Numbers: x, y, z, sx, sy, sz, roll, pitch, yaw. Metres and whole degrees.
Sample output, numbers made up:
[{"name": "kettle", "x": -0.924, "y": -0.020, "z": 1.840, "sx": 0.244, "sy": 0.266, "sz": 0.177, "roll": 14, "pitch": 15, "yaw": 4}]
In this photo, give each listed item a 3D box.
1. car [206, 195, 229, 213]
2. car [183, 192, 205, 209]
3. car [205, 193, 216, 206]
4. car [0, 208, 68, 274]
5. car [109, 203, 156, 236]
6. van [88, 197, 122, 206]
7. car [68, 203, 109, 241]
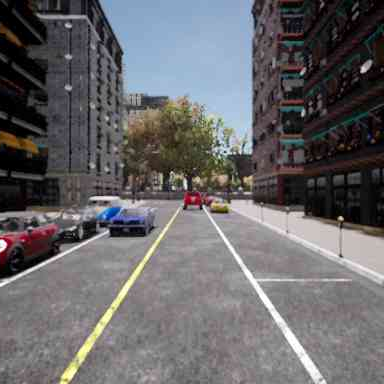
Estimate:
[{"name": "car", "x": 2.705, "y": 1.305, "z": 33.174, "sx": 1.752, "sy": 1.417, "sz": 4.829, "roll": 1, "pitch": 0, "yaw": 0}, {"name": "car", "x": 0.107, "y": 0.960, "z": 39.655, "sx": 2.150, "sy": 2.045, "sz": 5.566, "roll": 0, "pitch": 1, "yaw": -1}, {"name": "car", "x": 2.706, "y": 1.251, "z": 44.398, "sx": 1.887, "sy": 1.381, "sz": 4.507, "roll": 1, "pitch": 0, "yaw": 0}, {"name": "car", "x": -5.641, "y": 1.372, "z": 10.158, "sx": 1.967, "sy": 1.590, "sz": 4.097, "roll": 1, "pitch": 0, "yaw": 0}, {"name": "car", "x": -3.099, "y": 1.481, "z": 17.855, "sx": 1.895, "sy": 1.301, "sz": 4.718, "roll": 0, "pitch": 0, "yaw": 0}, {"name": "van", "x": -5.640, "y": 1.197, "z": 21.549, "sx": 1.690, "sy": 1.788, "sz": 3.998, "roll": 1, "pitch": 0, "yaw": 0}, {"name": "car", "x": -5.643, "y": 1.445, "z": 15.855, "sx": 2.008, "sy": 1.369, "sz": 4.403, "roll": 1, "pitch": 0, "yaw": 0}]
